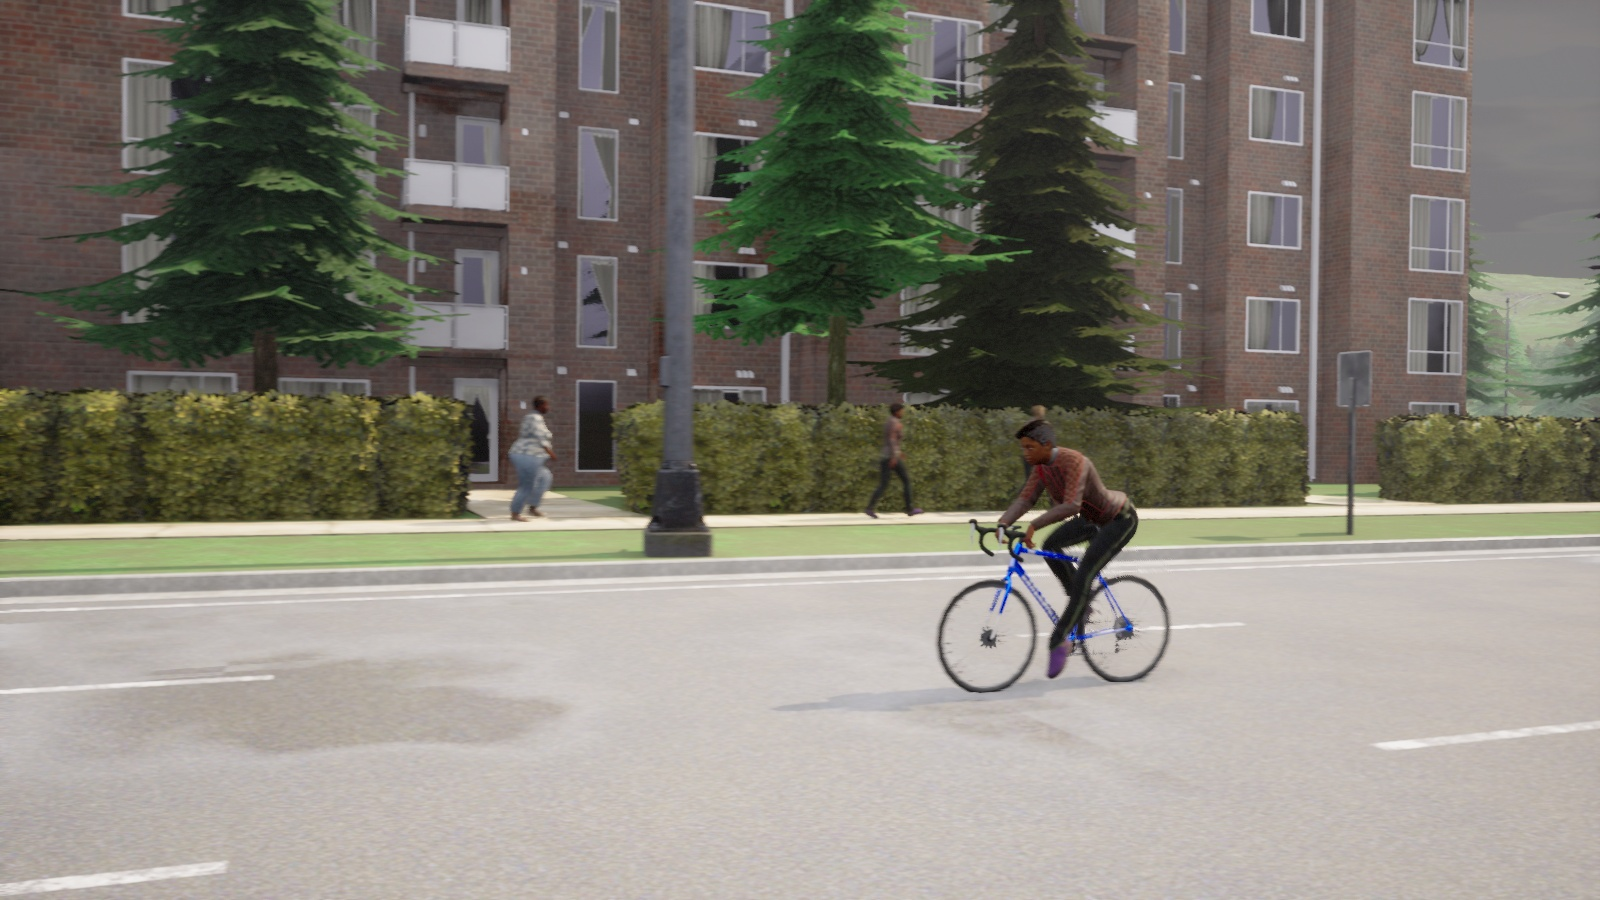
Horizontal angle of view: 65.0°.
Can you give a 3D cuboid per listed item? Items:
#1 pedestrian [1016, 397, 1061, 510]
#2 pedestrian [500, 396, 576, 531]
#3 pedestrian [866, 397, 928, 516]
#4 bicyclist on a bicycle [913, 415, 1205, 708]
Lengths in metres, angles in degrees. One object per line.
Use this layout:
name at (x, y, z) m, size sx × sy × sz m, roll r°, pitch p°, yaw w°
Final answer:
pedestrian at (3.951, 0.045, 20.814) m, size 0.634 × 1.846 × 0.331 m, roll -1°, pitch 1°, yaw -20°
pedestrian at (-3.741, 0.176, 17.894) m, size 0.900 × 1.855 × 0.874 m, roll -1°, pitch 1°, yaw -22°
pedestrian at (1.495, 0.096, 19.349) m, size 0.869 × 1.805 × 0.328 m, roll -1°, pitch 1°, yaw -21°
bicyclist on a bicycle at (1.568, 0.610, 7.577) m, size 1.656 × 1.620 × 0.582 m, roll -1°, pitch 1°, yaw -21°
